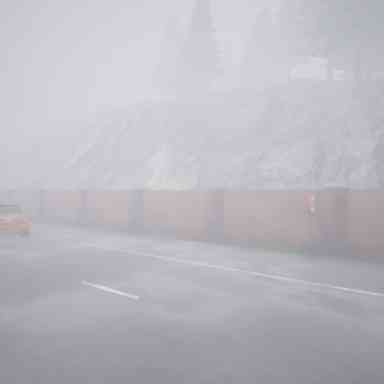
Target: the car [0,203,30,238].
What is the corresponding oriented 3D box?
[{"bbox_3d":[-10.042,1.328,16.592,4.553,1.767,2.097,0,0,39],"label":"car"}]
